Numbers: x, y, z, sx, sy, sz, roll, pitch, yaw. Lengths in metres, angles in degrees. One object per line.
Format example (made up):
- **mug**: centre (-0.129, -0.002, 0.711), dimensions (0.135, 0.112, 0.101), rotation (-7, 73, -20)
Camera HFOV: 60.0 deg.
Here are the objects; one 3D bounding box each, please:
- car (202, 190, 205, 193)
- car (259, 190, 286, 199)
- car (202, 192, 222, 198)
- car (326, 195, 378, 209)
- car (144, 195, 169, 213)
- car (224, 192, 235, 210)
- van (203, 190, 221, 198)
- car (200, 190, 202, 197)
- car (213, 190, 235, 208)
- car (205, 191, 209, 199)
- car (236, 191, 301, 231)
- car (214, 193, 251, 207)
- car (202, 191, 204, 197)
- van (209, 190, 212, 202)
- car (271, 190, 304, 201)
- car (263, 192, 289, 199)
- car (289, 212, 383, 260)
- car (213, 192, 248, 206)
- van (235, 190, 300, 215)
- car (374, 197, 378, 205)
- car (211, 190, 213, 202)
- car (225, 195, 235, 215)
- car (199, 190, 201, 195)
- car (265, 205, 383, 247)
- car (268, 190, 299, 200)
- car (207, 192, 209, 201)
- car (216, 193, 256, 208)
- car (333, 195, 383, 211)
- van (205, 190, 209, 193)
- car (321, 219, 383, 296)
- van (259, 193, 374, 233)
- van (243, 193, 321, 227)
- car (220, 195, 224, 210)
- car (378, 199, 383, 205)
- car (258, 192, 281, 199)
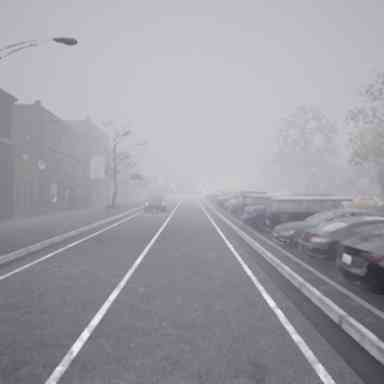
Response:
- **car**: centre (5.094, 0.864, 68.889), dimensions (5.008, 1.535, 2.097), rotation (0, 1, -1)
- **car**: centre (18.097, 0.504, 74.783), dimensions (5.566, 2.045, 2.435), rotation (0, 0, -1)
- **car**: centre (4.968, 0.758, 82.905), dimensions (5.008, 1.535, 2.097), rotation (0, 0, -1)
- **car**: centre (18.458, 1.106, 38.548), dimensions (4.892, 1.521, 2.231), rotation (0, 1, 0)
- **car**: centre (-3.507, 1.129, 33.476), dimensions (2.097, 1.767, 4.553), rotation (0, 1, 0)
- **car**: centre (5.483, 1.128, 29.649), dimensions (4.553, 1.767, 2.185), rotation (0, 1, -1)
- **van**: centre (5.063, 0.513, 85.708), dimensions (4.442, 1.987, 1.878), rotation (0, 0, -1)
- **car**: centre (5.019, 0.797, 77.294), dimensions (4.892, 1.521, 2.231), rotation (0, 0, 0)
- **car**: centre (5.372, 0.946, 35.254), dimensions (5.566, 2.045, 2.435), rotation (0, 1, -1)
- **car**: centre (5.171, 1.004, 57.681), dimensions (4.792, 1.488, 2.163), rotation (0, 1, -1)
- **car**: centre (5.524, 1.114, 18.435), dimensions (5.566, 2.045, 2.435), rotation (0, 1, 0)
- **car**: centre (5.294, 0.988, 43.664), dimensions (4.553, 1.767, 2.185), rotation (0, 1, -1)
- **car**: centre (5.310, 0.887, 66.091), dimensions (5.366, 1.575, 1.946), rotation (0, 1, -1)
- **van**: centre (5.158, 0.833, 49.268), dimensions (4.442, 1.987, 1.878), rotation (0, 1, -1)
- **car**: centre (18.196, 0.603, 63.766), dimensions (5.566, 2.045, 2.435), rotation (0, 1, -1)
- **car**: centre (18.146, 0.778, 71.999), dimensions (5.008, 1.535, 2.097), rotation (0, 0, -1)
- **car**: centre (5.626, 1.475, 10.026), dimensions (4.674, 1.452, 2.002), rotation (0, 0, -1)
- **car**: centre (5.331, 0.960, 46.468), dimensions (4.553, 1.767, 2.185), rotation (0, 1, -1)
- **van**: centre (5.618, 1.083, 24.043), dimensions (4.442, 1.987, 1.878), rotation (0, 1, -1)
- **car**: centre (18.558, 1.062, 30.221), dimensions (4.553, 1.767, 2.185), rotation (0, 1, -1)
- **car**: centre (5.347, 0.919, 38.057), dimensions (5.566, 2.045, 2.435), rotation (0, 1, -1)
- **car**: centre (5.471, 1.282, 26.847), dimensions (4.892, 1.521, 2.231), rotation (0, 1, -1)
- **car**: centre (5.025, 0.526, 80.100), dimensions (5.566, 2.045, 2.435), rotation (0, 0, -1)
- **car**: centre (5.610, 1.415, 12.829), dimensions (4.892, 1.521, 2.231), rotation (0, 0, -1)
- **car**: centre (18.171, 0.577, 66.428), dimensions (5.566, 2.045, 2.435), rotation (0, 1, 0)
- **car**: centre (5.245, 1.030, 52.074), dimensions (5.008, 1.535, 2.097), rotation (0, 1, -1)
- **car**: centre (5.320, 1.016, 40.861), dimensions (4.553, 1.767, 2.185), rotation (0, 1, -1)
- **car**: centre (18.292, 1.131, 35.770), dimensions (5.366, 1.575, 1.946), rotation (0, 1, -1)
- **van**: centre (5.057, 0.721, 60.480), dimensions (4.442, 1.987, 1.878), rotation (0, 1, -1)
- **car**: centre (5.684, 1.482, 7.219), dimensions (4.792, 1.488, 2.163), rotation (0, 0, -1)
- **van**: centre (5.694, 1.166, 15.636), dimensions (4.442, 1.987, 1.878), rotation (0, 0, -1)
- **van**: centre (5.644, 1.111, 21.240), dimensions (4.442, 1.987, 1.878), rotation (0, 1, -1)
- **car**: centre (5.425, 1.266, 32.454), dimensions (4.674, 1.452, 2.002), rotation (0, 1, -1)
- **car**: centre (18.524, 1.246, 27.445), dimensions (4.792, 1.488, 2.163), rotation (0, 1, -1)
- **car**: centre (18.130, 0.764, 77.568), dimensions (4.792, 1.488, 2.163), rotation (0, 0, 0)
